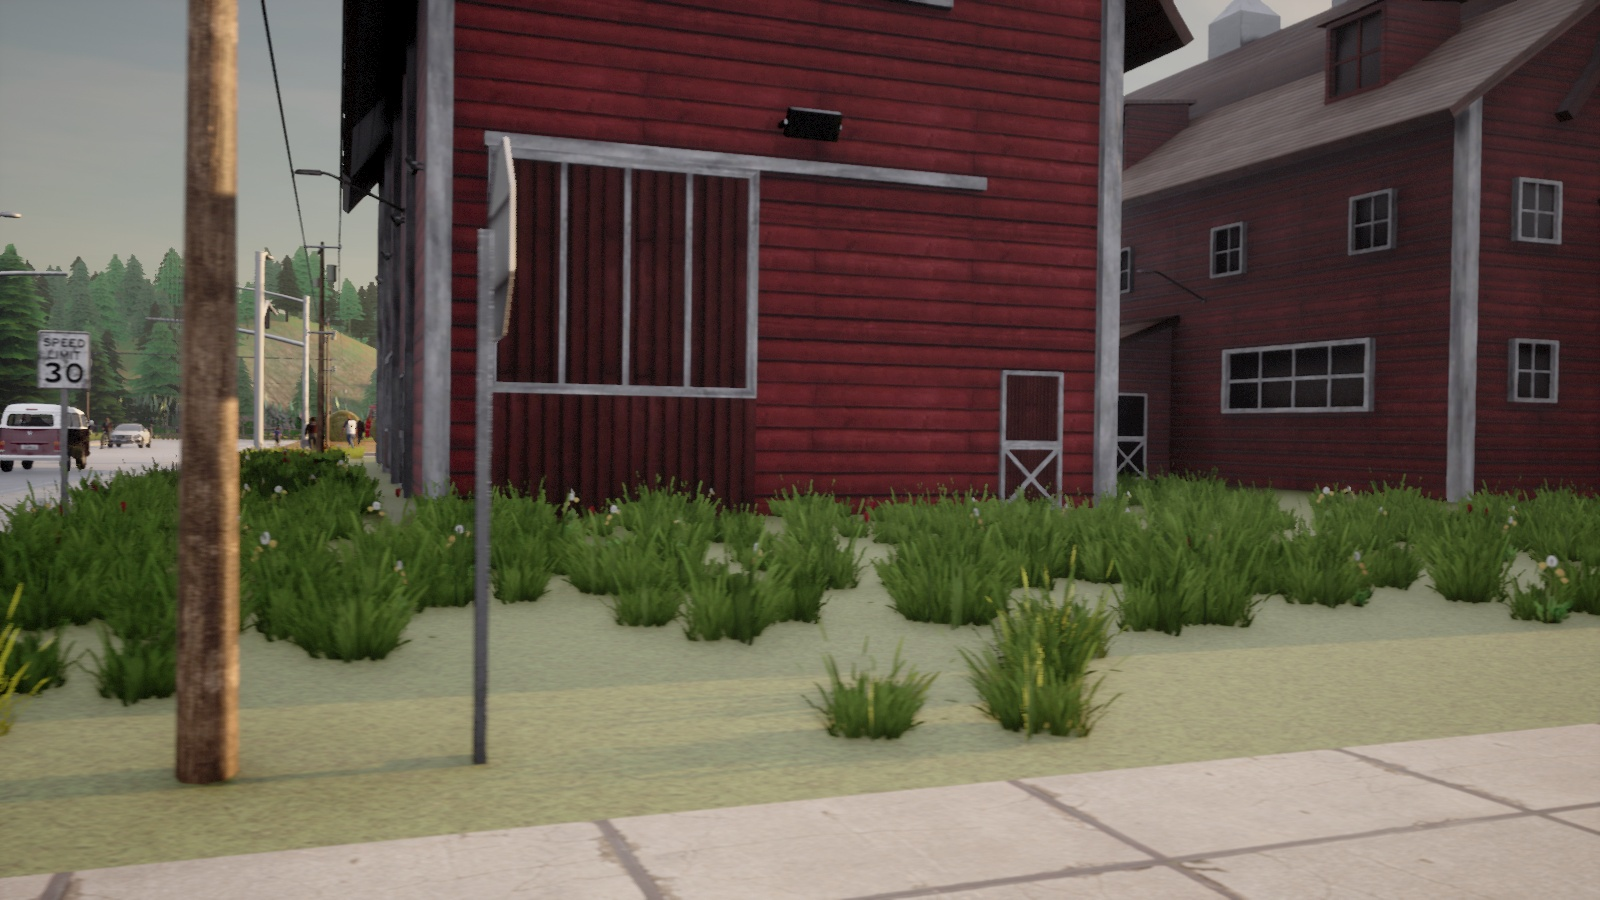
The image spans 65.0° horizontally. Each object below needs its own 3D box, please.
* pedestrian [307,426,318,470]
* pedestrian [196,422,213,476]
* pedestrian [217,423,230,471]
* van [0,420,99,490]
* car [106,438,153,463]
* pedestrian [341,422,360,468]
[{"bbox_3d":[-21.580,-0.097,55.625,0.402,1.930,0.666,-1,1,-24],"label":"pedestrian"},{"bbox_3d":[-20.362,-0.037,42.957,0.370,1.835,0.726,-1,1,-14],"label":"pedestrian"},{"bbox_3d":[-21.965,-0.109,47.876,0.328,1.805,0.869,-1,1,-18],"label":"pedestrian"},{"bbox_3d":[-23.243,0.114,38.752,2.069,2.038,4.480,-1,1,-20],"label":"van"},{"bbox_3d":[-40.004,-0.003,75.002,1.812,1.442,4.674,-1,1,-20],"label":"car"},{"bbox_3d":[-18.288,-0.211,51.102,0.706,1.836,0.354,0,1,38],"label":"pedestrian"}]
